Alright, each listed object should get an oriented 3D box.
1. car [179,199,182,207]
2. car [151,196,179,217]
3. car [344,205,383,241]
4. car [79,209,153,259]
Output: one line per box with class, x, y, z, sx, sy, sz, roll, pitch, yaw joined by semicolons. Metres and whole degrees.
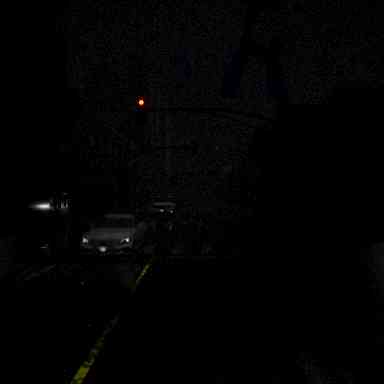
car;-2.721;2.043;60.102;2.033;1.411;5.357;0;-1;0
car;-2.797;1.389;33.433;2.150;2.045;5.566;0;0;0
car;10.842;1.641;17.862;5.009;1.841;2.192;1;-1;0
car;-2.829;1.558;12.903;1.812;1.442;4.674;0;0;0
